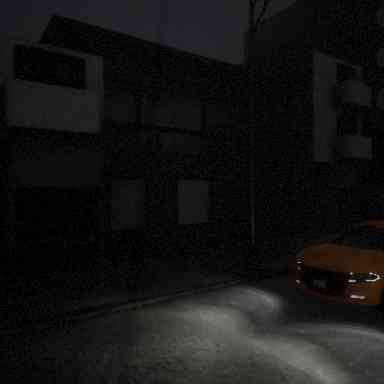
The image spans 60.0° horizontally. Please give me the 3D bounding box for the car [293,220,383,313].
[{"bbox_3d":[4.430,1.421,7.636,5.008,1.535,1.882,0,0,-35],"label":"car"}]
